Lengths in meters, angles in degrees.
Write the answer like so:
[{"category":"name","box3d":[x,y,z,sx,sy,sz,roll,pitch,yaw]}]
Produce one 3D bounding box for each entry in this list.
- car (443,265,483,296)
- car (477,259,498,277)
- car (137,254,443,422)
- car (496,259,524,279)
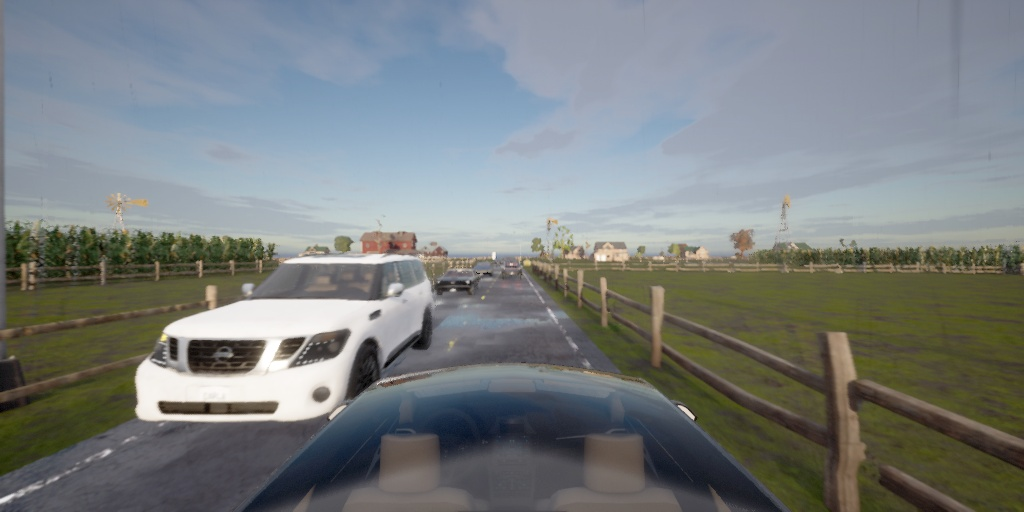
[{"category":"car","box3d":[-2.850,1.349,19.555,1.895,1.301,4.718,0,0,0]},{"category":"car","box3d":[-2.762,1.292,35.703,2.033,1.411,5.357,0,0,0]},{"category":"car","box3d":[-2.853,0.972,6.202,2.150,2.045,5.566,0,0,0]},{"category":"car","box3d":[0.001,1.238,31.909,2.128,1.511,4.902,0,0,0]}]
